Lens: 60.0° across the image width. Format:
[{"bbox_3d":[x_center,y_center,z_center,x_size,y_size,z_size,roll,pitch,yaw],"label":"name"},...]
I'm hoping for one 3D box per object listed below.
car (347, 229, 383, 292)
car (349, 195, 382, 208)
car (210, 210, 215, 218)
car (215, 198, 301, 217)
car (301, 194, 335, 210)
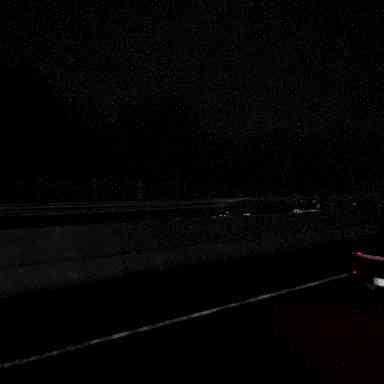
[{"bbox_3d":[5.538,1.464,7.626,4.902,1.511,2.128,0,0,-35],"label":"car"},{"bbox_3d":[20.448,1.143,39.149,4.902,1.511,2.128,-1,1,-34],"label":"car"},{"bbox_3d":[3.476,1.419,23.487,4.892,1.490,1.837,-1,0,-35],"label":"car"},{"bbox_3d":[3.949,1.282,19.558,4.553,1.767,2.097,-1,0,-35],"label":"car"},{"bbox_3d":[14.555,1.082,38.641,4.553,1.767,2.097,-1,1,-37],"label":"car"}]
